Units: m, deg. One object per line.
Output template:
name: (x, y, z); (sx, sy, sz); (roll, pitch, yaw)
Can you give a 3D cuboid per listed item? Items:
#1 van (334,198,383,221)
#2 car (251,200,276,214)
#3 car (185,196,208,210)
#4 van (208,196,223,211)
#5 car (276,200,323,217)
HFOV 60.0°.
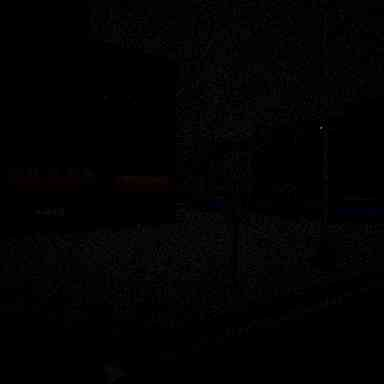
van: (13.790, 1.401, 27.394); (1.690, 1.788, 3.998); (0, 0, -36)
car: (7.421, 1.531, 36.302); (1.967, 1.590, 4.097); (0, 0, -36)
car: (1.052, 1.440, 45.208); (2.192, 1.841, 5.009); (0, 0, -36)
van: (4.236, 1.449, 40.756); (1.690, 1.788, 3.998); (0, 0, -36)
car: (10.606, 1.515, 31.847); (1.967, 1.590, 4.097); (0, 0, -36)
